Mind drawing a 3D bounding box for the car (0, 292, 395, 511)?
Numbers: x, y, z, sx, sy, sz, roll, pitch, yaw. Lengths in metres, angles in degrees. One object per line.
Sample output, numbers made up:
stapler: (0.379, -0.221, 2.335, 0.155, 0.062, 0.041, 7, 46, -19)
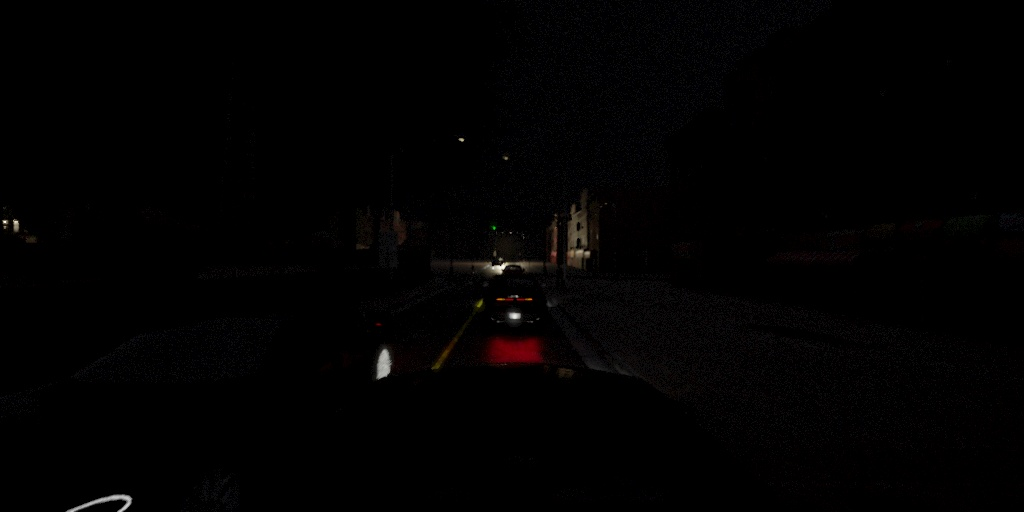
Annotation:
car: (-2.847, 1.239, 3.896, 1.882, 1.535, 5.008, 0, 0, 0)

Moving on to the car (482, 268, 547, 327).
car: (0.085, 1.312, 11.780, 1.837, 1.490, 4.892, 0, 0, 0)

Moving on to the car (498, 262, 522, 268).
car: (0.088, 1.425, 28.887, 1.812, 1.442, 4.674, 0, 0, 0)
